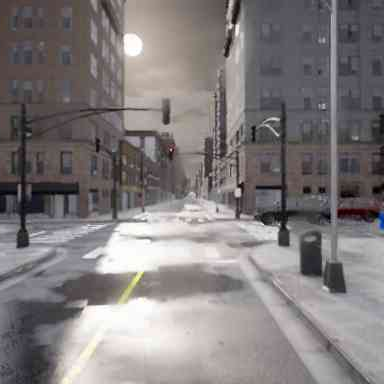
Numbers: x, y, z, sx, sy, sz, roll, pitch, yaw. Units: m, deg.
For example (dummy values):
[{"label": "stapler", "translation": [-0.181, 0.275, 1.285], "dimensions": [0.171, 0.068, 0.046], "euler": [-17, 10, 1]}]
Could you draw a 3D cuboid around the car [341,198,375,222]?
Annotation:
[{"label": "car", "translation": [12.105, 1.388, 26.092], "dimensions": [5.009, 1.841, 2.192], "euler": [-1, 1, 0]}]

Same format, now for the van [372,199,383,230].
[{"label": "van", "translation": [12.121, 1.386, 17.567], "dimensions": [3.998, 1.788, 1.690], "euler": [-1, 1, 0]}]

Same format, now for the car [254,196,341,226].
[{"label": "car", "translation": [7.275, 1.348, 23.912], "dimensions": [5.566, 2.045, 2.150], "euler": [-1, 0, 7]}]
